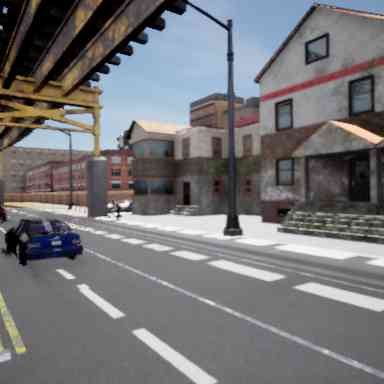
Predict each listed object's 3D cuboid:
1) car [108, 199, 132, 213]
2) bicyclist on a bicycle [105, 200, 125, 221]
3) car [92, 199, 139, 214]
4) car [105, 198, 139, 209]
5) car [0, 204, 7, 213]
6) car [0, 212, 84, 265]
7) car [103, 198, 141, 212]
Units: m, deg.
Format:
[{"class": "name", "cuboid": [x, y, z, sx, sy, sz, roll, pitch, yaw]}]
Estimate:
[{"class": "car", "cuboid": [-8.567, 1.439, 37.726, 4.536, 1.218, 1.853, -1, 0, -5]}, {"class": "bicyclist on a bicycle", "cuboid": [-5.845, 1.401, 25.312, 1.656, 1.620, 0.582, -1, 0, -35]}, {"class": "car", "cuboid": [-8.616, 1.597, 37.721, 4.974, 1.542, 2.038, -1, 0, -5]}, {"class": "car", "cuboid": [-8.649, 1.442, 41.499, 1.853, 1.218, 4.536, -1, 0, 25]}, {"class": "car", "cuboid": [-17.595, 1.748, 29.397, 1.882, 1.535, 5.008, -1, 0, -35]}, {"class": "car", "cuboid": [-5.596, 1.635, 12.263, 2.033, 1.411, 5.357, -1, 0, -35]}, {"class": "car", "cuboid": [-8.668, 1.600, 41.452, 2.038, 1.542, 4.974, -1, 0, 25]}]
